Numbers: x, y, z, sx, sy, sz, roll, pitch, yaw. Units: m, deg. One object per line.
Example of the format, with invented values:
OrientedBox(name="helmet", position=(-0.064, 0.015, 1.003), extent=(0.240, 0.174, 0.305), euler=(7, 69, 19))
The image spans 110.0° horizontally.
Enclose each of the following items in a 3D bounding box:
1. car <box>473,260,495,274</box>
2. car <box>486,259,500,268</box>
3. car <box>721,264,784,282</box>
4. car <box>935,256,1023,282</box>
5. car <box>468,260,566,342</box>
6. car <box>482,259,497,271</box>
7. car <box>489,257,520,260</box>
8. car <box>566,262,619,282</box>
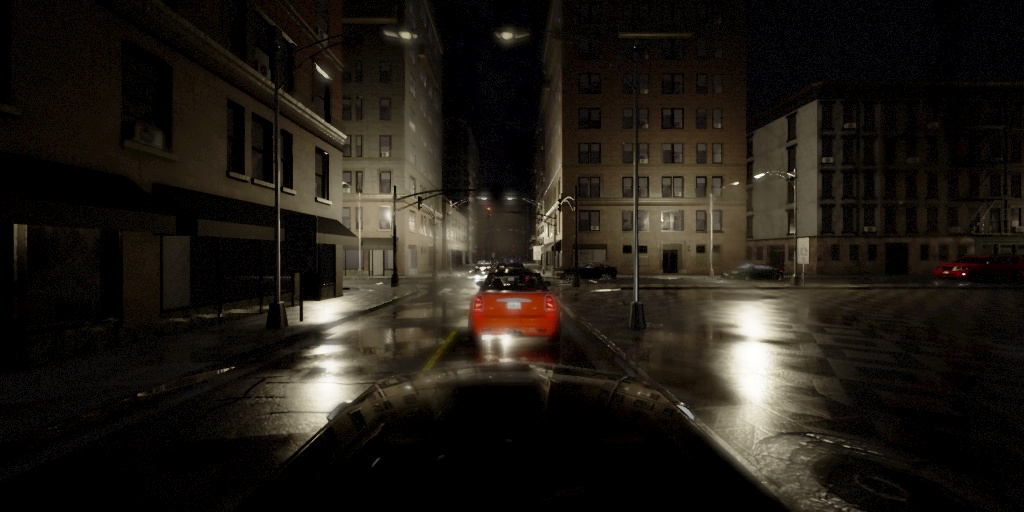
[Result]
OrientedBox(name="car", position=(-3.174, 1.239, 41.222), extent=(2.128, 1.511, 4.902), euler=(0, 0, 0))
OrientedBox(name="car", position=(-3.199, 1.295, 61.741), extent=(2.033, 1.411, 5.357), euler=(0, 0, 0))
OrientedBox(name="car", position=(19.118, 1.318, 28.621), extent=(4.181, 1.385, 1.994), euler=(0, 0, 0))
OrientedBox(name="car", position=(37.584, 0.979, 28.759), extent=(5.566, 2.045, 2.150), euler=(0, 0, 0))
OrientedBox(name="car", position=(0.058, 1.102, 9.904), extent=(2.097, 1.767, 4.553), euler=(0, 0, 0))
OrientedBox(name="car", position=(-3.179, 1.252, 51.470), extent=(1.837, 1.490, 4.892), euler=(0, 0, 0))
OrientedBox(name="car", position=(-0.161, 1.101, 18.824), extent=(2.097, 1.767, 4.553), euler=(0, 0, -3))
OrientedBox(name="car", position=(5.926, 1.242, 28.502), extent=(4.902, 1.511, 2.128), euler=(0, 0, -1))
